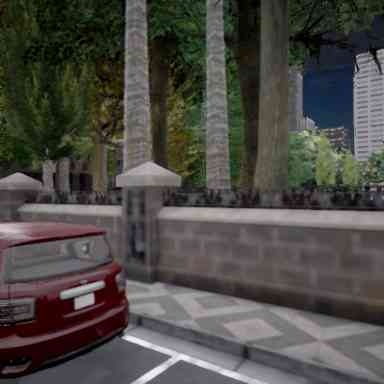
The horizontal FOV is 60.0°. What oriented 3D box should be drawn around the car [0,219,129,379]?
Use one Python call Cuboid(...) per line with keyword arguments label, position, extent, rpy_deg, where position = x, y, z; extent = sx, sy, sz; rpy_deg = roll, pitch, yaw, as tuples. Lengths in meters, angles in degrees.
Cuboid(label="car", position=(-3.189, 1.367, 5.240), extent=(5.009, 1.841, 2.192), rpy_deg=(-1, 0, 36))
